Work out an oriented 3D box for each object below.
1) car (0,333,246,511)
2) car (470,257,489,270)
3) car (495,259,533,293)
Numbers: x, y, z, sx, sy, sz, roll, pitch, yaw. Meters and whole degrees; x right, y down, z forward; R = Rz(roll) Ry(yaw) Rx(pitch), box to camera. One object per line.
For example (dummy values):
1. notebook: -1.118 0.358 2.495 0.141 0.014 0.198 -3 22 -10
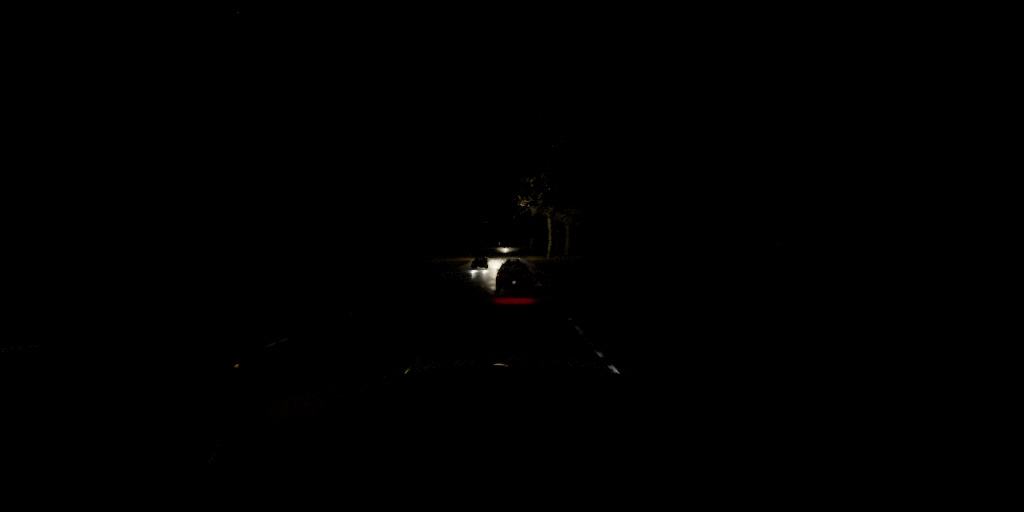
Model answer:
1. car: -3.594 1.275 1.772 1.812 1.442 4.674 0 0 0
2. car: -3.586 0.789 41.136 2.033 1.411 5.357 0 1 0
3. car: 0.095 1.058 19.464 1.882 1.535 5.008 0 1 0
